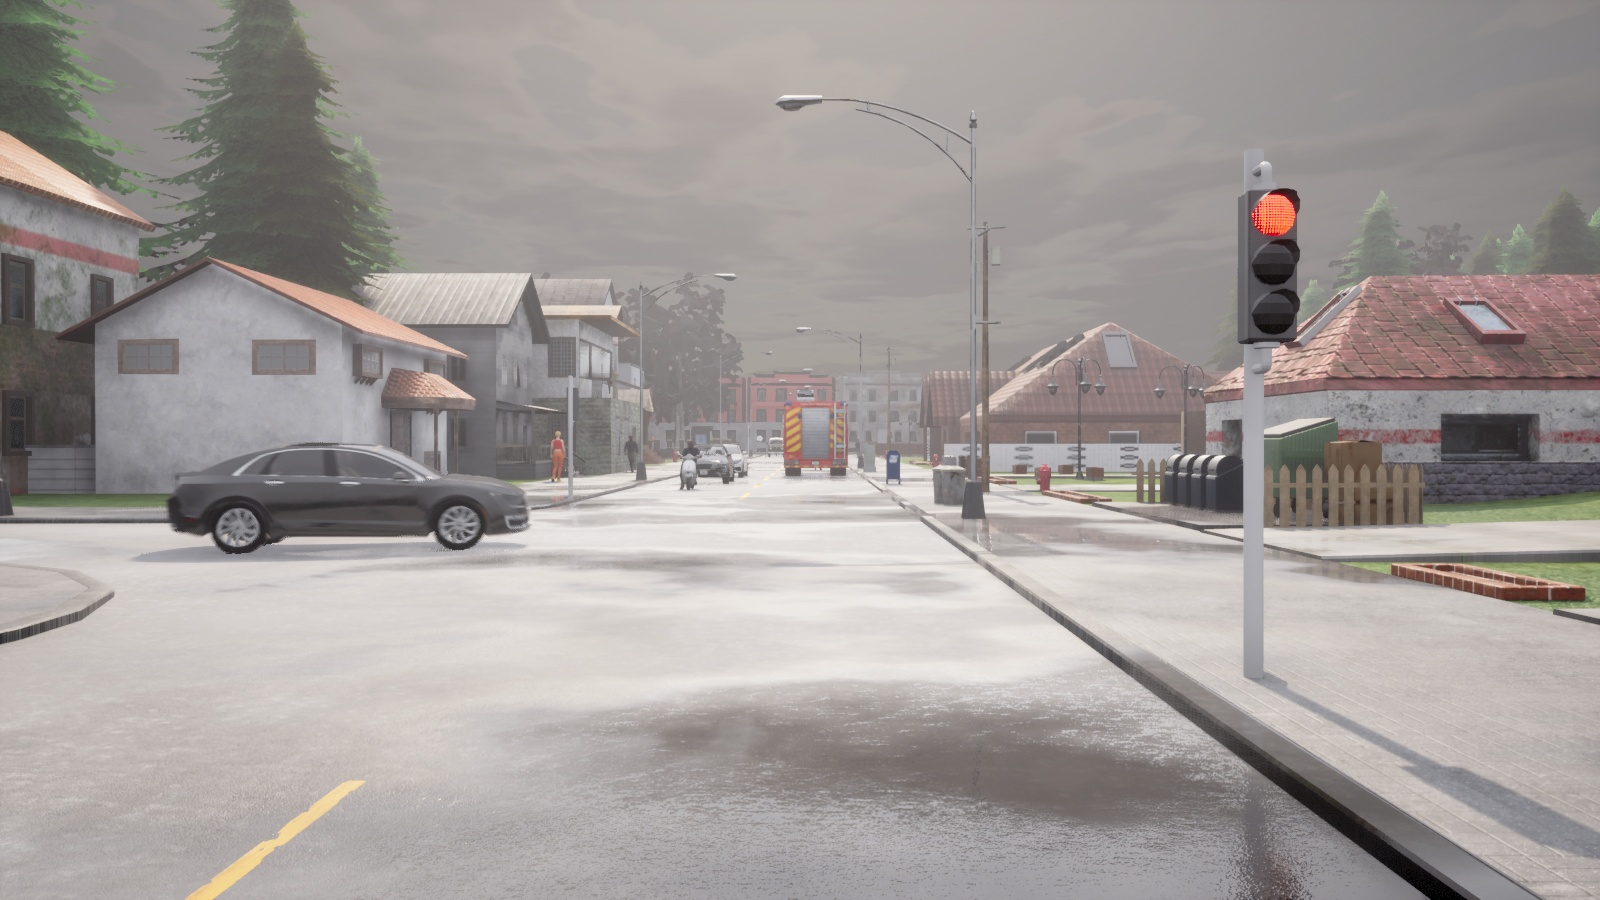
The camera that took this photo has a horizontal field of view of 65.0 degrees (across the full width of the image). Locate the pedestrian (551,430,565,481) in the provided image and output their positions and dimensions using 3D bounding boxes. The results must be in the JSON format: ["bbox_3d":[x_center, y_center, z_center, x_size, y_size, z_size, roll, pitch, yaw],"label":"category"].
[{"bbox_3d":[-8.645,0.196,44.848,0.345,1.836,0.594,0,0,3],"label":"pedestrian"}]

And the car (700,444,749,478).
[{"bbox_3d":[-3.314,0.455,55.688,1.812,1.442,4.674,0,0,1],"label":"car"}]

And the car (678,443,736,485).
[{"bbox_3d":[-3.419,0.492,46.936,1.816,1.474,4.193,0,0,1],"label":"car"}]

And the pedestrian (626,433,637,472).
[{"bbox_3d":[-7.900,0.117,58.903,0.370,1.835,0.726,0,0,1],"label":"pedestrian"}]

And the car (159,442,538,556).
[{"bbox_3d":[-6.280,0.644,18.025,4.892,1.490,1.837,0,1,-11],"label":"car"}]

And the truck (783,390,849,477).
[{"bbox_3d":[0.732,-0.752,59.198,2.891,3.827,8.468,0,0,1],"label":"truck"}]

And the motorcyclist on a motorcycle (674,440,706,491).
[{"bbox_3d":[-3.507,0.470,40.226,0.866,1.590,1.817,0,0,1],"label":"motorcyclist on a motorcycle"}]
